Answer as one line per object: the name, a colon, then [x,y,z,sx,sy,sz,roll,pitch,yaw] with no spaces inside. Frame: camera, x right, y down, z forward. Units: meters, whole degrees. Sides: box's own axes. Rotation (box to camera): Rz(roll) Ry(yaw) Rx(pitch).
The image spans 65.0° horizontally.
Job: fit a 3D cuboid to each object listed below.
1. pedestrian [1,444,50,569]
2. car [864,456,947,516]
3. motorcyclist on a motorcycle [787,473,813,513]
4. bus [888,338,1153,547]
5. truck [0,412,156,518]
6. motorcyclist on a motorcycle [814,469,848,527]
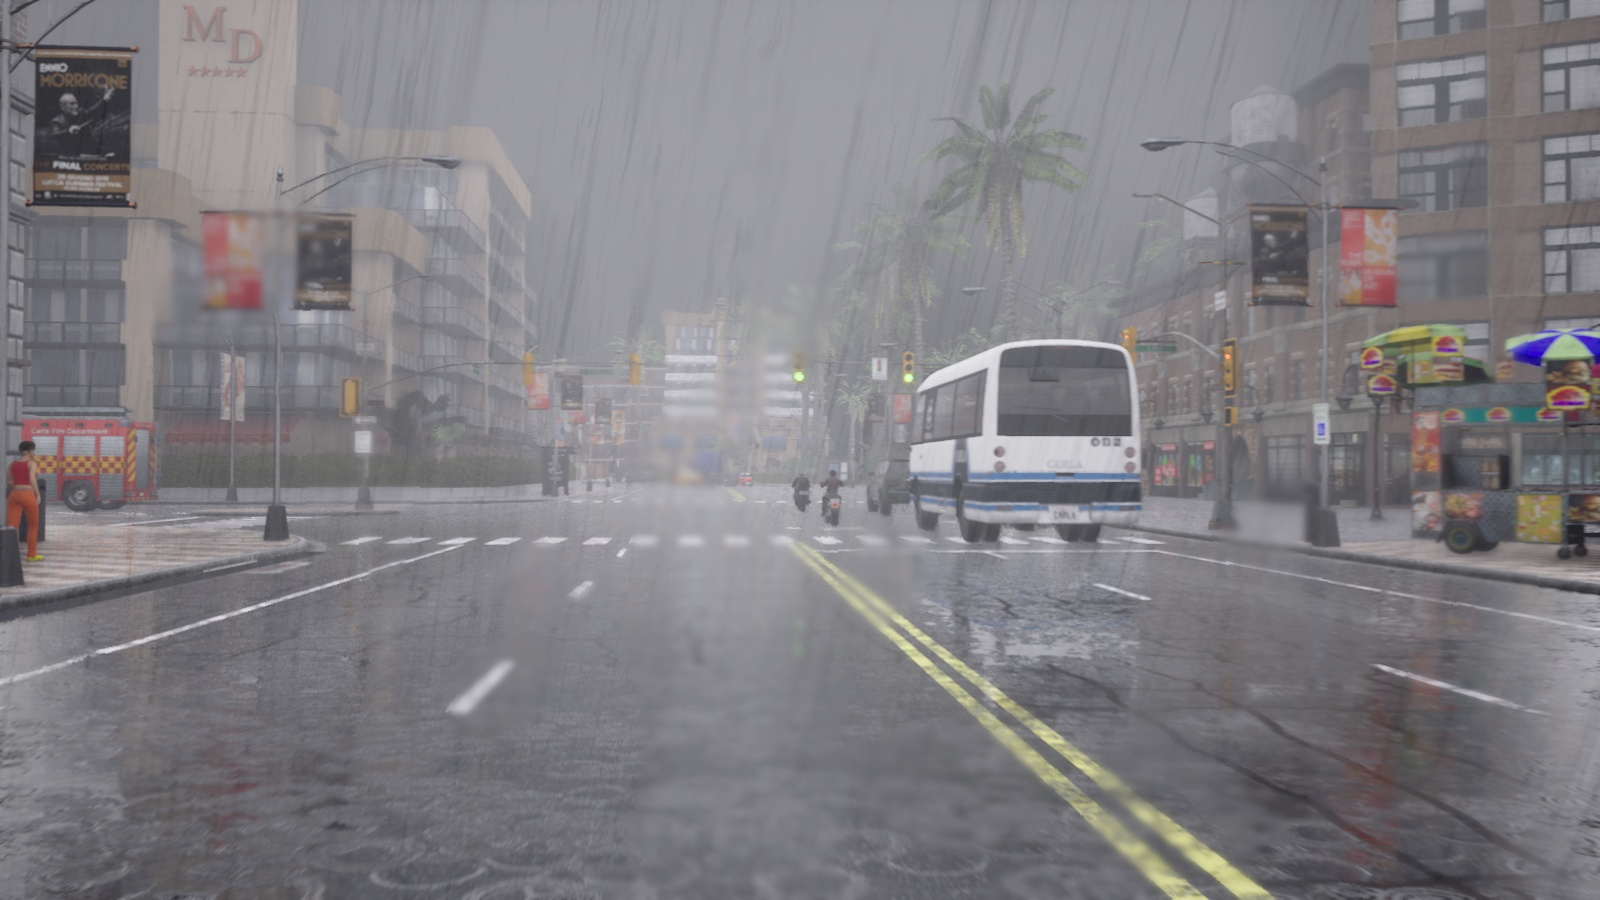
pedestrian: [-11.565,0.842,18.766,0.345,1.836,0.594,0,-1,2]
car: [3.747,1.282,45.803,2.150,2.045,5.566,0,-1,-4]
motorcyclist on a motorcycle: [-0.007,1.672,49.100,0.866,1.530,2.191,0,-1,-4]
bus: [4.868,-0.071,30.753,3.944,4.253,10.273,0,-1,-4]
truck: [-29.058,0.577,46.838,8.468,3.827,2.891,0,-1,-5]
motorcyclist on a motorcycle: [0.892,1.381,37.053,0.766,1.649,2.350,0,-1,-4]
